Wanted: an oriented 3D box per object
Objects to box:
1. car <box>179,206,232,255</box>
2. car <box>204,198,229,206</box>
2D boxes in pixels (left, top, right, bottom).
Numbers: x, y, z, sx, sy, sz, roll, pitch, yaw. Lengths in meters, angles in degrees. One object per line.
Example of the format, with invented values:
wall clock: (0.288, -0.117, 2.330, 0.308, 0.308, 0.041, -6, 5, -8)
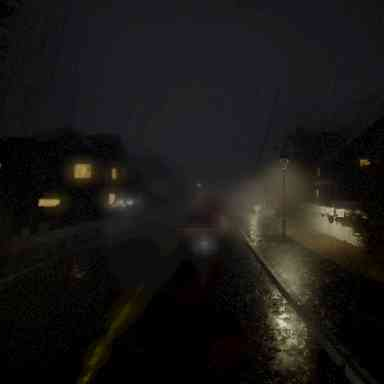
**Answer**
car: (0.601, 1.542, 13.491, 2.128, 1.511, 4.902, 0, 0, 4)
car: (2.243, 1.559, 29.978, 1.882, 1.535, 5.008, 0, 0, 8)
